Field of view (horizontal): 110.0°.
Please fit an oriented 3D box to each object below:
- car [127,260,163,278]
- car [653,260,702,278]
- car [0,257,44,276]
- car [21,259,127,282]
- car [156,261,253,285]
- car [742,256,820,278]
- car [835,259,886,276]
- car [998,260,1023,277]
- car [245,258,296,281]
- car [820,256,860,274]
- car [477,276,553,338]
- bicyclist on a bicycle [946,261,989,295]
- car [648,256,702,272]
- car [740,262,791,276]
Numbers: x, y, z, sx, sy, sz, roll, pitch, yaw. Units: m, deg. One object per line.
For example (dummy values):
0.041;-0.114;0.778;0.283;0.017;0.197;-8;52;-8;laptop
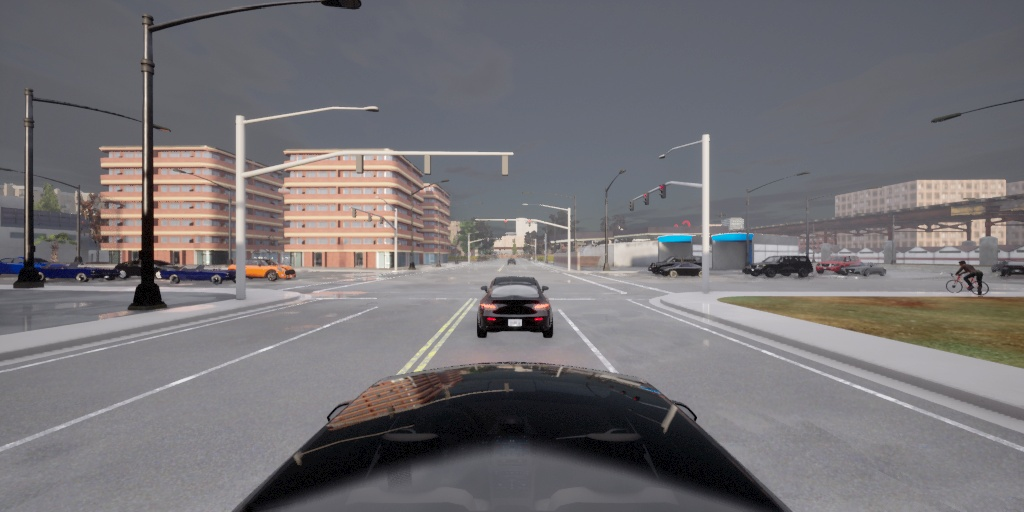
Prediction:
-28.234;1.021;28.172;4.892;1.490;1.837;1;0;1;car
16.106;1.314;33.943;4.181;1.385;1.994;0;0;0;car
-38.167;0.821;28.364;5.008;1.535;1.882;1;0;1;car
-30.072;1.088;24.705;4.718;1.301;1.895;1;0;1;car
-20.958;1.220;24.538;4.718;1.301;1.895;1;0;2;car
25.459;0.971;34.071;5.566;2.045;2.150;0;0;-5;car
35.253;1.314;36.009;4.181;1.385;1.994;0;0;-18;car
48.813;1.228;34.408;5.008;1.535;1.882;0;0;-31;car
-19.458;0.986;28.007;4.553;1.767;2.097;1;0;1;car
36.633;0.971;40.103;5.566;2.045;2.150;0;0;-22;car
0.075;1.276;10.056;1.812;1.442;4.674;0;0;0;car
21.913;1.050;17.291;0.582;1.620;1.656;0;0;0;bicyclist on a bicycle
17.195;0.971;37.376;5.566;2.045;2.150;0;0;1;car
26.594;1.314;37.730;4.181;1.385;1.994;0;0;-8;car
